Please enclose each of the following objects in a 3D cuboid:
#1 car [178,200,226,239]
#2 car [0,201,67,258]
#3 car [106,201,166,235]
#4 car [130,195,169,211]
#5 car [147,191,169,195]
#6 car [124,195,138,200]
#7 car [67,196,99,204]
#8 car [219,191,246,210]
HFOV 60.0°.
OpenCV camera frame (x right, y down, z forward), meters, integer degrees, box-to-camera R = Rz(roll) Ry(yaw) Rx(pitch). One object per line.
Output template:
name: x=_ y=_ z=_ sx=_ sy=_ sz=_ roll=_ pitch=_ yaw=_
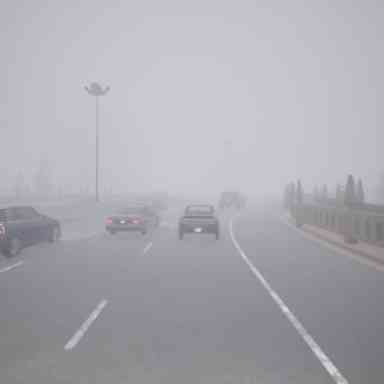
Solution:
car: x=0.436 y=1.366 z=16.422 sx=2.128 sy=1.511 sz=4.902 roll=0 pitch=0 yaw=4
car: x=-6.776 y=1.262 z=12.561 sx=2.097 sy=1.767 sz=4.553 roll=0 pitch=0 yaw=2
car: x=-2.995 y=1.413 z=17.910 sx=2.033 sy=1.411 sz=5.357 roll=0 pitch=0 yaw=5
car: x=-3.896 y=1.296 z=33.344 sx=2.033 sy=1.411 sz=5.357 roll=0 pitch=0 yaw=14
car: x=-5.407 y=0.865 z=50.563 sx=2.150 sy=2.045 sz=5.566 roll=0 pitch=0 yaw=24
car: x=-8.885 y=1.215 z=51.286 sx=1.994 sy=1.385 sz=4.181 roll=0 pitch=0 yaw=23
car: x=-14.926 y=1.252 z=45.658 sx=2.033 sy=1.411 sz=5.357 roll=0 pitch=0 yaw=19
car: x=4.582 y=0.912 z=37.267 sx=2.150 sy=2.045 sz=5.566 roll=0 pitch=0 yaw=18
